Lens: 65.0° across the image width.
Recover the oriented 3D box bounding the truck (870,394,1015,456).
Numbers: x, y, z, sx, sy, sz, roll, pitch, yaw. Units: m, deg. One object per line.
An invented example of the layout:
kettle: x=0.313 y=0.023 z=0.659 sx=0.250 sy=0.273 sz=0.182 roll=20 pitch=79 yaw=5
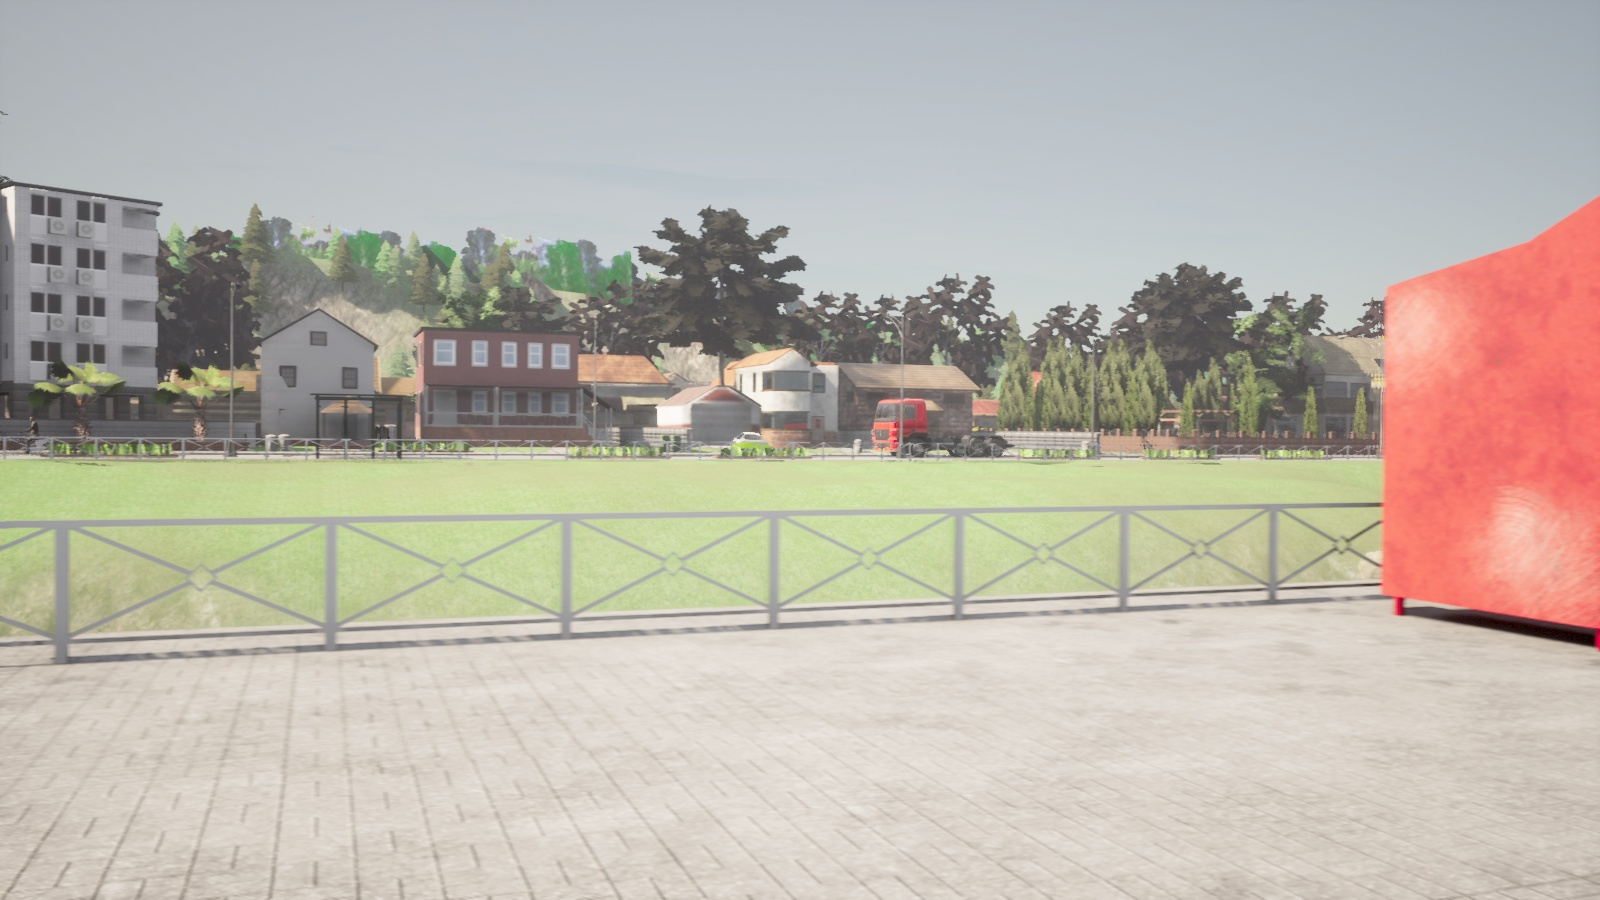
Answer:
truck: x=8.276 y=-1.460 z=72.898 sx=7.936 sy=3.462 sz=2.891 roll=-1 pitch=1 yaw=-21

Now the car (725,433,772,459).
car: x=-2.843 y=-0.234 z=68.692 sx=2.207 sy=1.376 sz=1.481 roll=-1 pitch=1 yaw=-21

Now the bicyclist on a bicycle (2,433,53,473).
bicyclist on a bicycle: x=-34.800 y=0.124 z=56.566 sx=1.843 sy=1.776 sz=0.659 roll=-1 pitch=1 yaw=-21
